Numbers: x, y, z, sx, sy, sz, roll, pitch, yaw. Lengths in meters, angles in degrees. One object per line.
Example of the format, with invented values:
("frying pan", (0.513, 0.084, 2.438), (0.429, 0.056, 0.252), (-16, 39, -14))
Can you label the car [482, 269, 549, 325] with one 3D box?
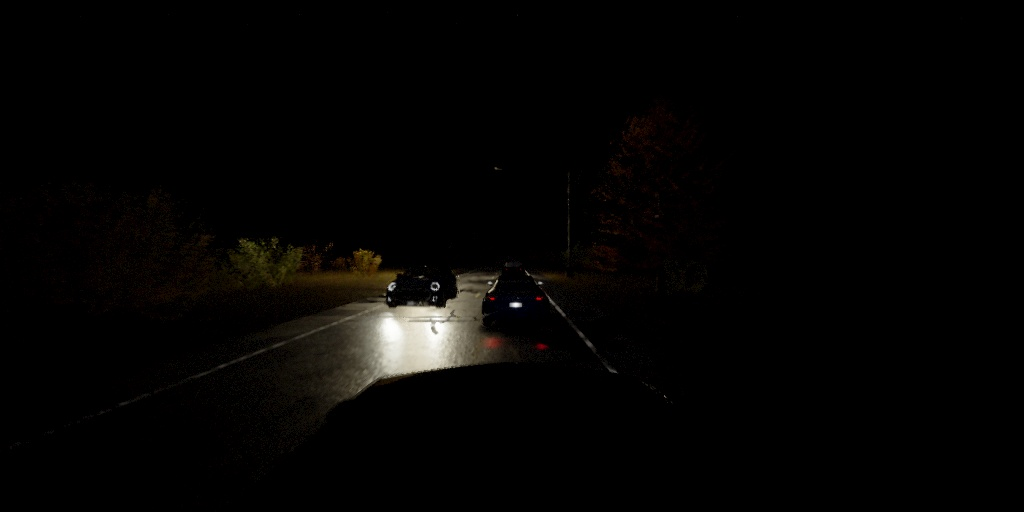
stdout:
("car", (0.105, 1.314, 11.852), (1.994, 1.385, 4.181), (0, 0, 0))

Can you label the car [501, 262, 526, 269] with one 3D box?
("car", (0.112, 1.239, 29.433), (2.128, 1.511, 4.902), (0, 0, 0))

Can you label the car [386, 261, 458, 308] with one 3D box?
("car", (-3.593, 1.102, 14.980), (2.097, 1.767, 4.553), (0, 0, 0))
